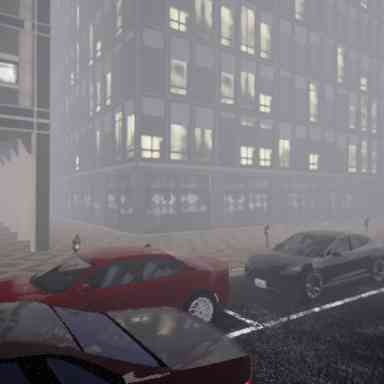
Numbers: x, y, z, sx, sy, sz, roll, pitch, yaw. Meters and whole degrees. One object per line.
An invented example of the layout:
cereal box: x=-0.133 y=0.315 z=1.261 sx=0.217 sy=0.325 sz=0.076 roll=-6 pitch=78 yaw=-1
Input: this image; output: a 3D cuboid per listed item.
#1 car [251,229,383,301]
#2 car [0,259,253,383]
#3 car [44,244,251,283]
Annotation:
car: x=3.340 y=1.685 z=8.633 sx=4.313 sy=1.339 sz=1.947 roll=1 pitch=-1 yaw=-34
car: x=-1.967 y=1.560 z=1.940 sx=5.357 sy=1.411 sz=2.033 roll=1 pitch=-1 yaw=-34
car: x=-1.387 y=1.601 z=5.456 sx=4.507 sy=1.381 sz=1.887 roll=1 pitch=-1 yaw=-34
